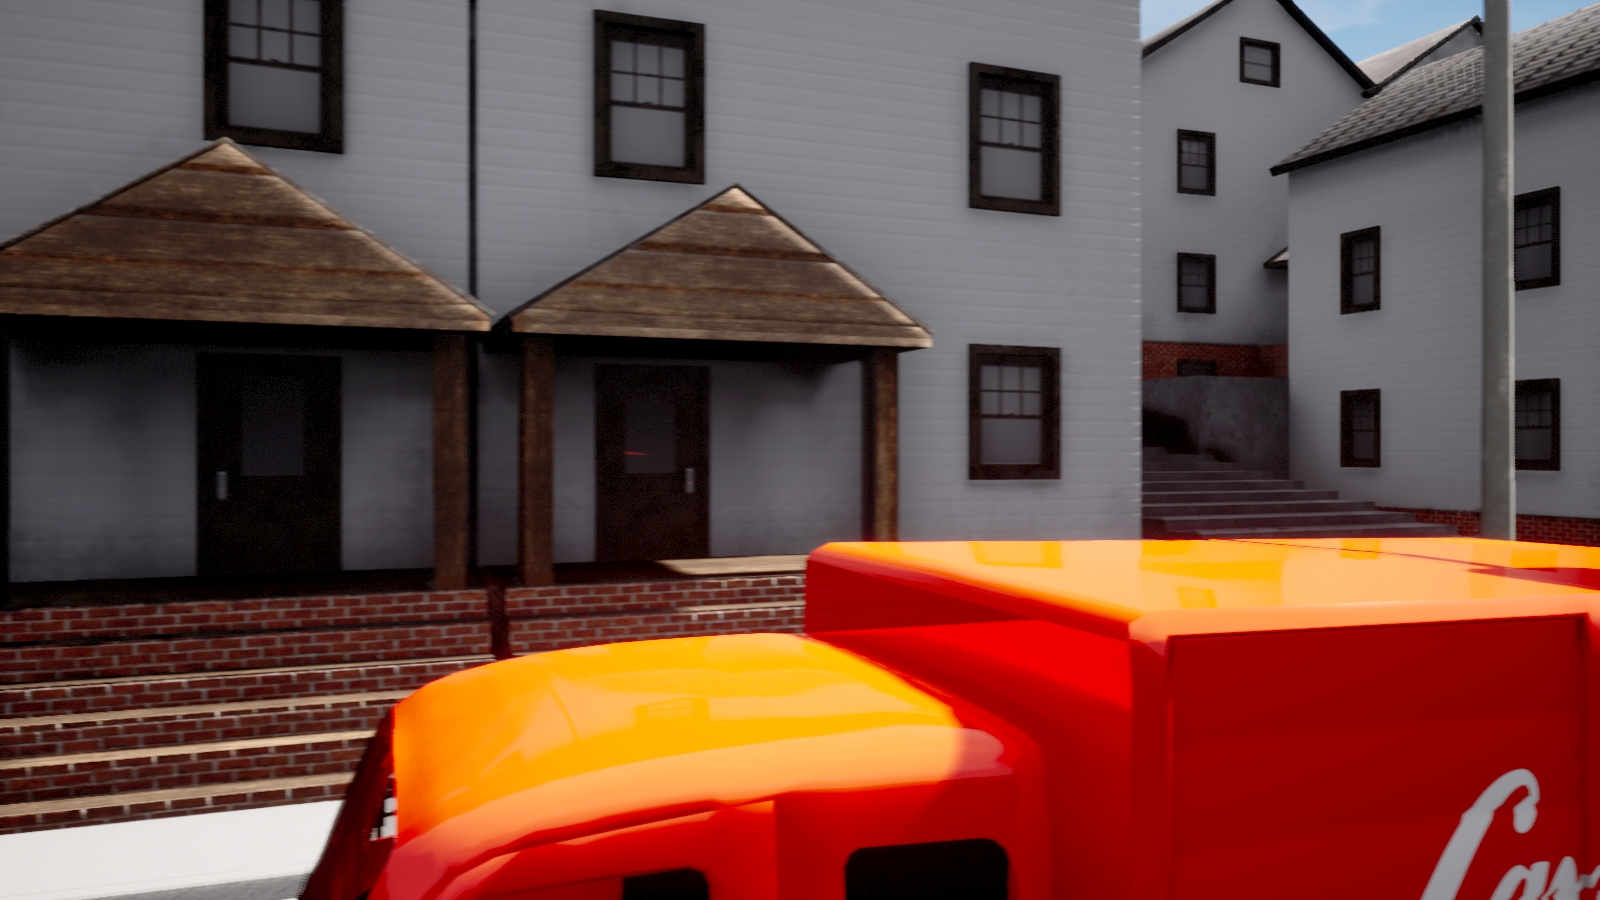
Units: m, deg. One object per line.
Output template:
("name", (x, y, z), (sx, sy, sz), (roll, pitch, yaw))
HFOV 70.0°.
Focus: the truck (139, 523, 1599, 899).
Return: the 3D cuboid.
("truck", (1.080, 1.576, 3.689), (5.204, 2.467, 2.627), (1, 0, -20))
